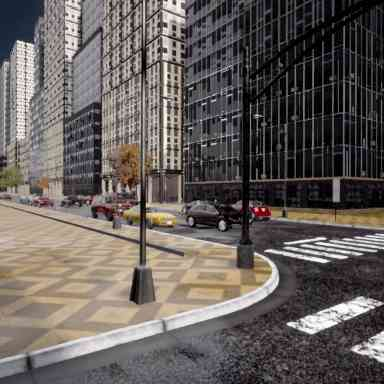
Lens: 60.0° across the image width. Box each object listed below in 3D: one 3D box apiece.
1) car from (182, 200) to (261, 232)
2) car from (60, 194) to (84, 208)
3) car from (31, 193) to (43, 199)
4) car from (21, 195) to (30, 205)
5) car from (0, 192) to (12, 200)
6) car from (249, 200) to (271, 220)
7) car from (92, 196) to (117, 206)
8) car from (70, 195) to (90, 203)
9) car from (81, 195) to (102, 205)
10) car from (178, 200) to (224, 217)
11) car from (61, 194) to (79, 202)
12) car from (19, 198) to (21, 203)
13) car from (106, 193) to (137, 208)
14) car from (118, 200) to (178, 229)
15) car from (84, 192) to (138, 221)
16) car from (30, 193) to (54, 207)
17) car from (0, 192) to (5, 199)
[{"bbox_3d":[1.487,1.425,19.748,1.837,1.490,4.892,0,0,-36],"label":"car"},{"bbox_3d":[-15.495,1.251,42.793,1.837,1.490,4.892,0,0,-36],"label":"car"},{"bbox_3d":[-39.830,0.965,85.369,1.947,1.339,4.313,1,0,-36],"label":"car"},{"bbox_3d":[-22.953,1.225,48.451,2.008,1.369,4.403,1,0,-36],"label":"car"},{"bbox_3d":[-39.826,1.006,71.268,1.887,1.381,4.507,1,0,-36],"label":"car"},{"bbox_3d":[4.139,1.362,26.129,1.967,1.590,4.097,1,0,-36],"label":"car"},{"bbox_3d":[-12.939,1.268,49.003,1.752,1.417,4.829,1,0,-36],"label":"car"},{"bbox_3d":[-19.585,1.216,57.991,2.008,1.369,4.403,1,0,-36],"label":"car"},{"bbox_3d":[-16.211,1.250,53.429,1.887,1.381,4.507,1,0,-36],"label":"car"},{"bbox_3d":[0.737,1.440,30.676,2.008,1.369,4.403,1,0,-36],"label":"car"},{"bbox_3d":[-23.061,1.148,62.692,1.752,1.417,4.829,1,0,-36],"label":"car"},{"bbox_3d":[-26.327,1.185,53.014,2.008,1.369,4.403,1,0,-36],"label":"car"},{"bbox_3d":[-9.461,1.096,44.304,2.192,1.841,5.009,1,0,-36],"label":"car"},{"bbox_3d":[-2.708,1.416,20.856,1.752,1.417,4.829,1,0,-36],"label":"car"},{"bbox_3d":[-6.159,1.172,25.576,2.192,1.841,5.009,1,0,-36],"label":"car"},{"bbox_3d":[-19.579,1.257,43.888,1.887,1.381,4.507,1,0,-36],"label":"car"},{"bbox_3d":[-46.574,0.808,80.396,1.967,1.590,4.097,1,0,-36],"label":"car"}]
